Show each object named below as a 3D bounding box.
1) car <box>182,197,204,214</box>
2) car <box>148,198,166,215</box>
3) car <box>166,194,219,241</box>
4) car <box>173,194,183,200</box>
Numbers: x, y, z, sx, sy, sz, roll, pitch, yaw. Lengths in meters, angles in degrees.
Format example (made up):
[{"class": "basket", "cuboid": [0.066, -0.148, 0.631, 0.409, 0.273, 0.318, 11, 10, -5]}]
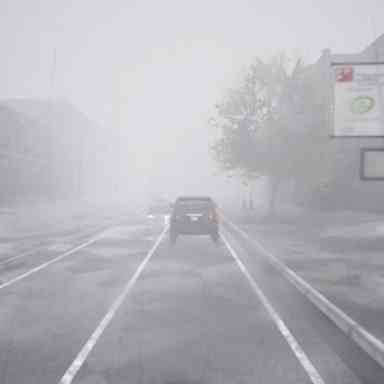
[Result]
[{"class": "car", "cuboid": [0.097, 1.310, 34.633, 2.128, 1.511, 4.902, 0, 1, 0]}, {"class": "car", "cuboid": [-3.099, 1.345, 32.306, 1.837, 1.490, 4.892, 0, 1, 0]}, {"class": "car", "cuboid": [0.098, 1.181, 16.533, 2.150, 2.045, 5.566, 0, 0, 0]}, {"class": "car", "cuboid": [-3.006, 1.079, 73.707, 1.994, 1.385, 4.181, 0, 0, 0]}]
